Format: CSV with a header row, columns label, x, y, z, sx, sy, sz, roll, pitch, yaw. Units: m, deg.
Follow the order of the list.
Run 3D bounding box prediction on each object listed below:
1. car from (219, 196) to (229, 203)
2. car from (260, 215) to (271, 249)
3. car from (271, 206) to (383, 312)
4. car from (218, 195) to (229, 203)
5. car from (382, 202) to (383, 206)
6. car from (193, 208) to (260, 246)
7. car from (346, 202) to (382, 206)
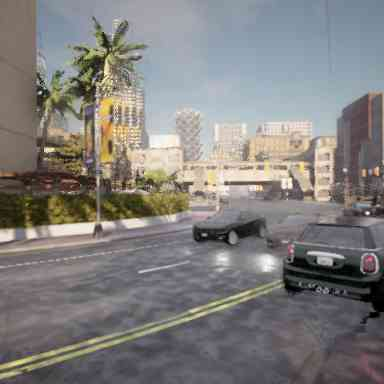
label,x,y,z,sx,sy,sz,roll,pitch,yaw
car,8.310,1.836,86.919,2.185,1.767,4.553,0,0,2
car,4.814,1.593,14.165,1.812,1.442,4.674,-1,-1,36
car,4.099,1.382,8.073,2.097,1.767,4.553,-1,-1,44
car,8.137,1.924,80.494,2.097,1.535,5.008,0,0,2
car,18.732,1.598,31.123,1.837,1.490,4.892,0,-1,8
car,1.989,1.573,16.228,1.882,1.535,5.008,0,-1,36
car,15.119,1.632,30.110,1.812,1.442,4.674,0,0,11
